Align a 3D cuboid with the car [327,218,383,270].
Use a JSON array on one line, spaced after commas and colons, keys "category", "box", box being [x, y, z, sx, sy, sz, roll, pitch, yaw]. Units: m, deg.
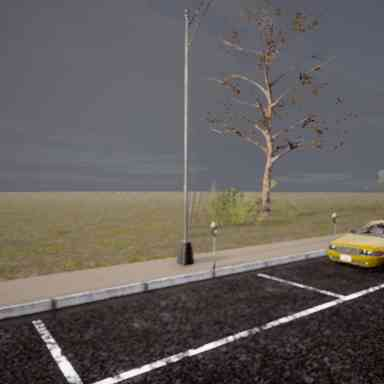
[{"category": "car", "box": [6.168, 1.476, 10.481, 4.829, 1.417, 1.752, 0, 1, -35]}]
